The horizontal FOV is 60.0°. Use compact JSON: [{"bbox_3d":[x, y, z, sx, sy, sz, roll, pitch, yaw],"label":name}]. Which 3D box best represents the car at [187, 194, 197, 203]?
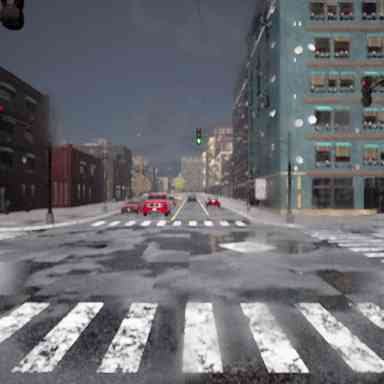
[{"bbox_3d":[0.000,1.265,60.229,2.033,1.411,5.357,0,0,0],"label":"car"}]

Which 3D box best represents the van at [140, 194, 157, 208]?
[{"bbox_3d":[-5.672,1.135,43.928,1.690,1.788,3.998,1,0,0],"label":"van"}]

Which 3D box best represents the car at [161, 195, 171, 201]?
[{"bbox_3d":[-5.677,1.244,72.362,1.802,1.307,4.206,1,0,0],"label":"car"}]

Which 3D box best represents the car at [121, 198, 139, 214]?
[{"bbox_3d":[-5.753,1.392,32.559,1.887,1.381,4.507,1,0,0],"label":"car"}]

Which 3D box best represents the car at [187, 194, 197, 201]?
[{"bbox_3d":[0.000,1.055,70.655,1.994,1.385,4.181,0,0,0],"label":"car"}]

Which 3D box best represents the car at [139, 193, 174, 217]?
[{"bbox_3d":[-3.107,1.079,30.344,2.150,2.045,5.566,0,0,0],"label":"car"}]

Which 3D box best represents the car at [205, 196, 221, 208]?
[{"bbox_3d":[2.705,1.233,43.989,1.967,1.590,4.097,1,0,0],"label":"car"}]

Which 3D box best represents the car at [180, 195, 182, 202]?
[{"bbox_3d":[-3.000,1.209,64.818,1.882,1.535,5.008,0,0,0],"label":"car"}]

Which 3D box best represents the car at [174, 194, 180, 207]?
[{"bbox_3d":[-3.081,1.310,45.953,1.812,1.442,4.674,0,0,0],"label":"car"}]

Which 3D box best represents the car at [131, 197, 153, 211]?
[{"bbox_3d":[-5.677,1.365,38.241,1.887,1.381,4.507,1,0,0],"label":"car"}]
